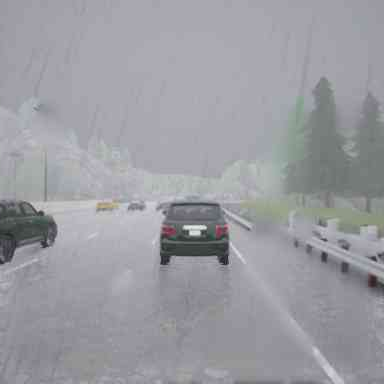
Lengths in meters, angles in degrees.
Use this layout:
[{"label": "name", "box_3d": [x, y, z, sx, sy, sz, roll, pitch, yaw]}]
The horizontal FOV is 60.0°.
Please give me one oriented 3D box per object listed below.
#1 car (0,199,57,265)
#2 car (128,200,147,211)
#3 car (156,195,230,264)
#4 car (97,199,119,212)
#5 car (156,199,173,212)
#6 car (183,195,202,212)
[{"label": "car", "box_3d": [-6.924, 1.270, 12.067, 2.150, 2.045, 5.566, 0, 0, 0]}, {"label": "car", "box_3d": [-7.015, 1.710, 42.692, 1.812, 1.442, 4.674, 0, -1, 0]}, {"label": "car", "box_3d": [0.075, 1.269, 12.131, 2.150, 2.045, 5.566, 0, 0, 0]}, {"label": "car", "box_3d": [-10.500, 1.658, 41.726, 1.882, 1.535, 5.008, 0, -1, 0]}, {"label": "car", "box_3d": [-3.516, 1.710, 42.914, 1.812, 1.442, 4.674, 0, -1, 0]}, {"label": "car", "box_3d": [0.005, 1.388, 40.990, 2.150, 2.045, 5.566, 0, -1, 0]}]
